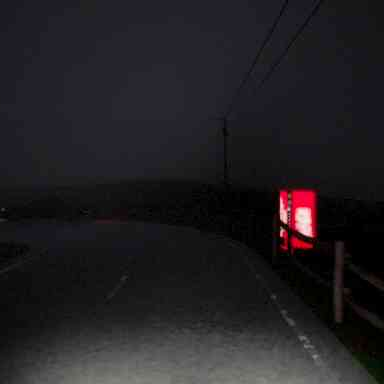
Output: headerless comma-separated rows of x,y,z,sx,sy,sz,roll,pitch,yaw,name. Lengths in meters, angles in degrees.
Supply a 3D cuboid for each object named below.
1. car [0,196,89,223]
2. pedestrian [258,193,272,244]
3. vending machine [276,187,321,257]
-8.575,0.967,19.516,4.902,1.511,2.128,0,1,-5,car
2.703,0.962,12.144,0.375,1.860,0.375,0,2,-10,pedestrian
3.347,0.906,10.561,1.100,2.100,0.880,0,2,-1,vending machine
